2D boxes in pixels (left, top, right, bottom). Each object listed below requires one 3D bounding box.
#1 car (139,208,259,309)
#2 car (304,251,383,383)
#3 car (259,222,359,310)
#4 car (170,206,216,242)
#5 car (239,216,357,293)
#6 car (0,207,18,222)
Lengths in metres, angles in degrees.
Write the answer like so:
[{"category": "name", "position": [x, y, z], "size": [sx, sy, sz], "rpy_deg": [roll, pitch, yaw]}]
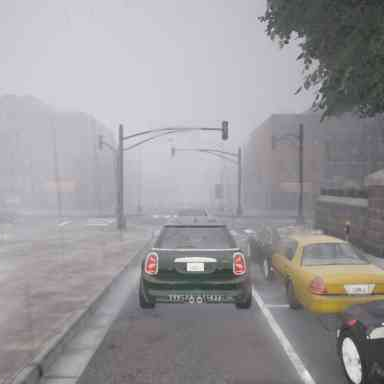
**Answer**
[{"category": "car", "position": [0.080, 1.350, 8.030], "size": [2.097, 1.767, 4.553], "rpy_deg": [0, 0, 0]}, {"category": "car", "position": [2.626, 1.550, 2.486], "size": [2.008, 1.369, 4.403], "rpy_deg": [-1, 0, 0]}, {"category": "car", "position": [2.688, 1.523, 7.648], "size": [1.752, 1.417, 4.829], "rpy_deg": [-1, 0, 0]}, {"category": "car", "position": [0.042, 1.555, 17.464], "size": [2.033, 1.411, 5.357], "rpy_deg": [0, 0, 0]}, {"category": "car", "position": [2.668, 1.548, 9.622], "size": [2.008, 1.369, 4.403], "rpy_deg": [-1, 0, 0]}, {"category": "car", "position": [-14.718, 1.426, 23.129], "size": [4.892, 1.490, 1.837], "rpy_deg": [1, 1, 0]}]
